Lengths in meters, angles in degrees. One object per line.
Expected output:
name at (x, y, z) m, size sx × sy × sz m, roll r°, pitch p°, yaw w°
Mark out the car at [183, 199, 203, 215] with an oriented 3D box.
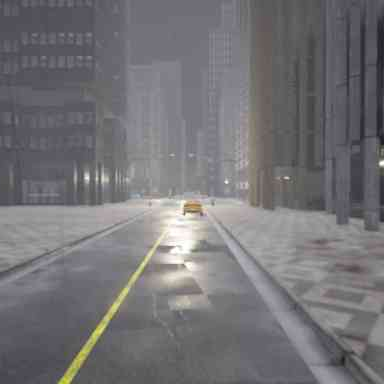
car at (0.076, 1.489, 33.883) m, size 1.882 × 1.535 × 5.008 m, roll 0°, pitch 0°, yaw 0°
